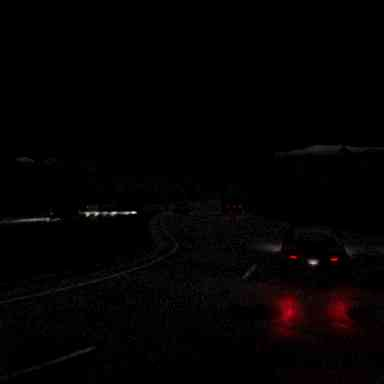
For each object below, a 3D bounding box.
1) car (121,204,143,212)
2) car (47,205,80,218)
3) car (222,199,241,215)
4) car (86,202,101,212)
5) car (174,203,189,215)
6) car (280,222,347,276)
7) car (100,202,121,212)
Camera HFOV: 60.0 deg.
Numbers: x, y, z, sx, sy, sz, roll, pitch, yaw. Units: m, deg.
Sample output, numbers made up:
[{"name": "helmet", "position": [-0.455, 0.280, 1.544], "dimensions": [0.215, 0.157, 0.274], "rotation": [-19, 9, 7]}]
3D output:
[{"name": "car", "position": [-9.865, 2.710, 56.559], "dimensions": [1.994, 1.385, 4.181], "rotation": [-1, -1, 9]}, {"name": "car", "position": [-16.205, 2.400, 42.183], "dimensions": [2.128, 1.511, 4.902], "rotation": [-1, -1, 14]}, {"name": "car", "position": [5.514, 2.086, 46.573], "dimensions": [2.150, 2.045, 5.566], "rotation": [0, -1, -1]}, {"name": "car", "position": [-16.664, 2.570, 58.309], "dimensions": [2.097, 1.767, 4.553], "rotation": [-1, -1, 9]}, {"name": "car", "position": [-1.476, 2.268, 47.160], "dimensions": [2.097, 1.767, 4.553], "rotation": [0, -1, -1]}, {"name": "car", "position": [3.949, 1.721, 11.083], "dimensions": [1.812, 1.442, 4.674], "rotation": [0, -1, 18]}, {"name": "car", "position": [-13.362, 2.697, 56.816], "dimensions": [1.812, 1.442, 4.674], "rotation": [0, -1, 9]}]
